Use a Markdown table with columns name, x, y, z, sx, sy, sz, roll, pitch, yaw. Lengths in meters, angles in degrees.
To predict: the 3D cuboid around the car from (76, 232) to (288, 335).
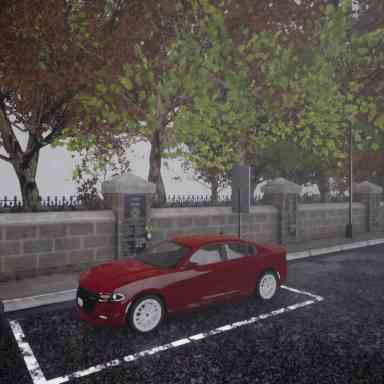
| name | x | y | z | sx | sy | sz | roll | pitch | yaw |
| --- | --- | --- | --- | --- | --- | --- | --- | --- | --- |
| car | 0.013 | 1.545 | 6.715 | 4.507 | 1.381 | 1.887 | 0 | 0 | -35 |

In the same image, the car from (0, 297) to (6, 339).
| name | x | y | z | sx | sy | sz | roll | pitch | yaw |
| --- | --- | --- | --- | --- | --- | --- | --- | --- | --- |
| car | -4.476 | 1.551 | 3.467 | 4.403 | 1.369 | 2.008 | 0 | 0 | -35 |
